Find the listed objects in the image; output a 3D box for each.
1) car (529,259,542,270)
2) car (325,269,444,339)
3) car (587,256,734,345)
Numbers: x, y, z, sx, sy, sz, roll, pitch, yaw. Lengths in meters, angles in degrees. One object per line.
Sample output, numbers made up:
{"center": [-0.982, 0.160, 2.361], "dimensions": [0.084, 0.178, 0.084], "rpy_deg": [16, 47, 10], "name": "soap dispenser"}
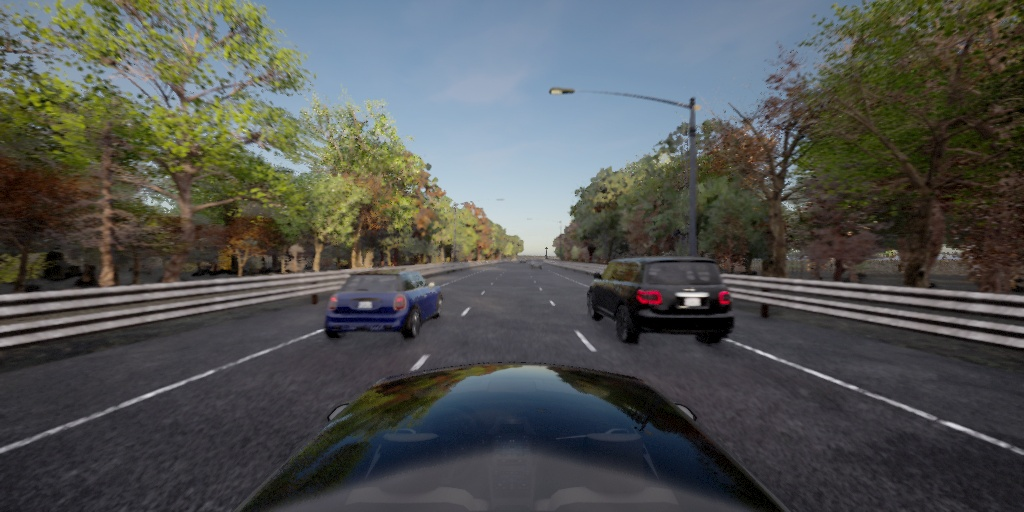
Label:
{"center": [4.428, 1.665, 64.530], "dimensions": [2.128, 1.511, 4.902], "rpy_deg": [0, 0, 2], "name": "car"}
{"center": [-3.376, 1.159, 10.400], "dimensions": [2.097, 1.767, 4.553], "rpy_deg": [0, 0, 0], "name": "car"}
{"center": [3.620, 1.031, 9.852], "dimensions": [2.150, 2.045, 5.566], "rpy_deg": [0, 0, 0], "name": "car"}
